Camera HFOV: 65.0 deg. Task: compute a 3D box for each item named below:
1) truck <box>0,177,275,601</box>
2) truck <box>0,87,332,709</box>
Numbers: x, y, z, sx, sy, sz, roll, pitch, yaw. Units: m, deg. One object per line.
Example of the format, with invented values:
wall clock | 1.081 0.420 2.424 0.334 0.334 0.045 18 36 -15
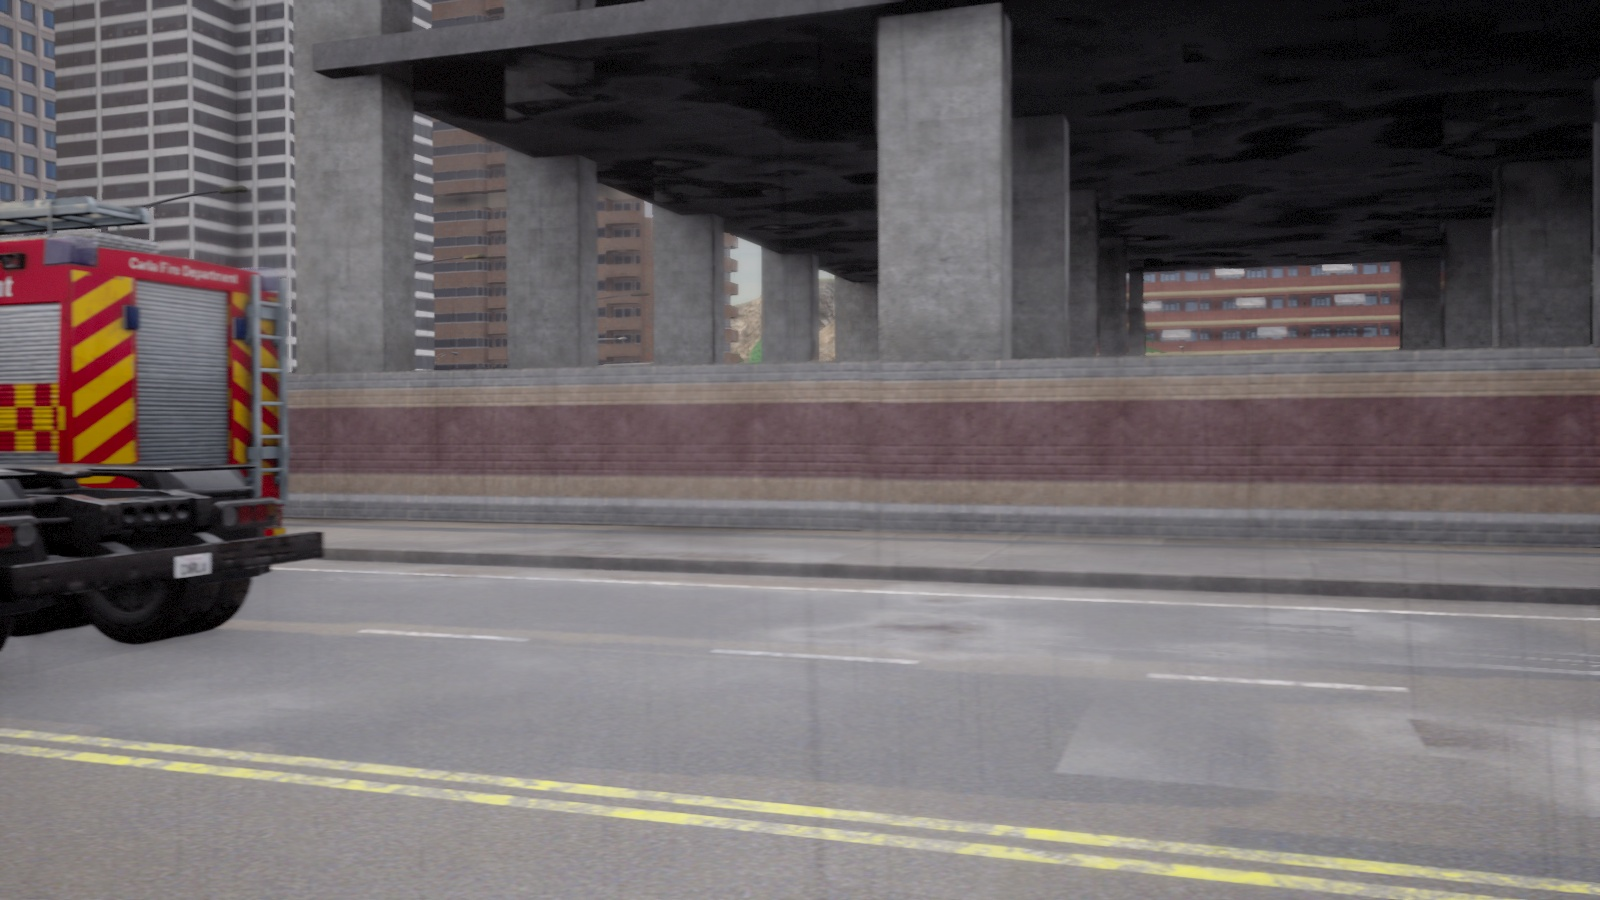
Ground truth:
truck | -10.364 -0.602 14.043 8.468 3.827 2.891 1 1 19
truck | -7.801 -0.337 9.495 7.936 3.462 2.891 1 1 19
